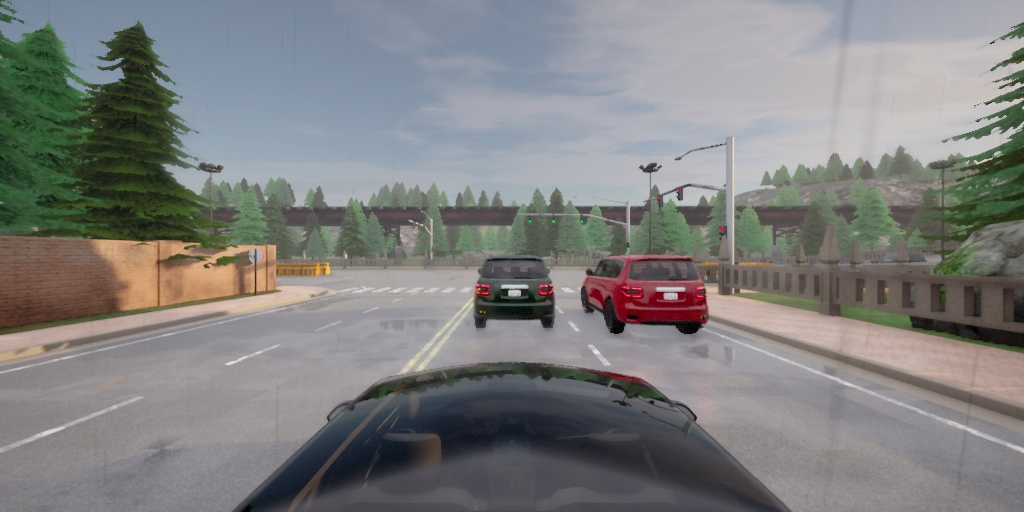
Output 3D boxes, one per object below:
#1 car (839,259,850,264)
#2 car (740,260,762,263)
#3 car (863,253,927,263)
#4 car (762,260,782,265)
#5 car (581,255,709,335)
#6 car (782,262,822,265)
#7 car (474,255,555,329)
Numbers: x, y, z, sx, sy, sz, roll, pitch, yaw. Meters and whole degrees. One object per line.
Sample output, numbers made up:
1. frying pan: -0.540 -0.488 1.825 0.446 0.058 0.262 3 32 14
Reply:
1. car: 41.754 1.123 45.493 4.902 1.511 2.128 -2 0 0
2. car: 25.828 1.280 42.037 4.902 1.511 2.128 0 0 0
3. car: 45.135 0.708 41.996 5.566 2.045 2.150 -3 0 -1
4. car: 31.375 1.339 45.527 5.357 1.411 2.033 0 0 0
5. car: 3.572 0.981 10.702 2.150 2.045 5.566 0 0 0
6. car: 34.741 1.340 42.008 4.181 1.385 1.994 0 0 0
7. car: 0.071 0.982 11.381 2.150 2.045 5.566 0 0 0
